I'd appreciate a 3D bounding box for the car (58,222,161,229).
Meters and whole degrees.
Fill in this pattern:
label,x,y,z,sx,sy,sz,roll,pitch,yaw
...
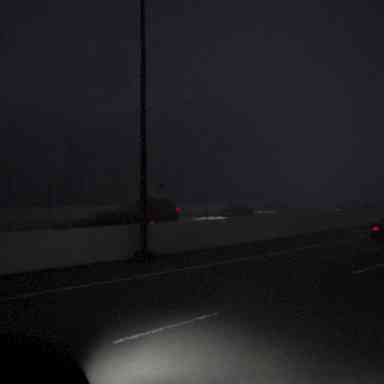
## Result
label,x,y,z,sx,sy,sz,roll,pitch,yaw
car,-4.628,1.777,18.027,5.357,1.411,2.033,0,-1,-38

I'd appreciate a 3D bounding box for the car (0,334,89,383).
label,x,y,z,sx,sy,sz,roll,pitch,yaw
car,-2.947,1.546,1.593,4.892,1.490,1.837,0,0,-35

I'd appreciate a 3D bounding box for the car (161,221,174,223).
label,x,y,z,sx,sy,sz,roll,pitch,yaw
car,-3.483,1.500,23.381,5.566,2.045,2.150,0,-1,-39

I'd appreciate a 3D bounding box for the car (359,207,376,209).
label,x,y,z,sx,sy,sz,roll,pitch,yaw
car,24.875,1.940,46.526,1.895,1.301,4.718,-1,-1,40

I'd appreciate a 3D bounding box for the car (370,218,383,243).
label,x,y,z,sx,sy,sz,roll,pitch,yaw
car,10.198,1.652,15.675,5.357,1.411,2.033,0,-1,-43
